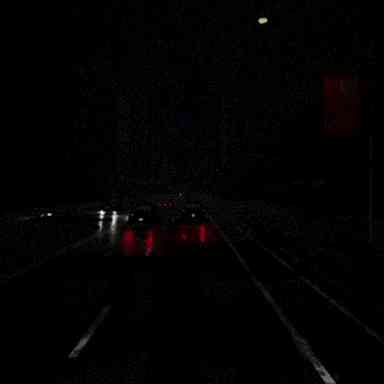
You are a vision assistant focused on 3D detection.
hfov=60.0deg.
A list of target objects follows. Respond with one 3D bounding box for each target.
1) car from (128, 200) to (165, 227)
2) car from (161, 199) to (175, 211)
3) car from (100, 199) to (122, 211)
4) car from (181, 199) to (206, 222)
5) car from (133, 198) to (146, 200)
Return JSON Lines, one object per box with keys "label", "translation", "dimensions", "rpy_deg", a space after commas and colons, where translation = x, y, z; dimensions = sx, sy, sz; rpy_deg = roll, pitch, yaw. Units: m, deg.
{"label": "car", "translation": [-3.144, 1.509, 22.768], "dimensions": [1.812, 1.442, 4.674], "rpy_deg": [0, 0, 0]}
{"label": "car", "translation": [-3.144, 1.553, 41.210], "dimensions": [2.033, 1.411, 5.357], "rpy_deg": [0, 0, 0]}
{"label": "car", "translation": [-9.756, 1.531, 40.644], "dimensions": [1.812, 1.442, 4.674], "rpy_deg": [0, 0, 0]}
{"label": "car", "translation": [0.103, 1.512, 26.390], "dimensions": [1.812, 1.442, 4.674], "rpy_deg": [0, 0, 0]}
{"label": "car", "translation": [-6.505, 1.499, 40.895], "dimensions": [2.128, 1.511, 4.902], "rpy_deg": [0, 0, 0]}
